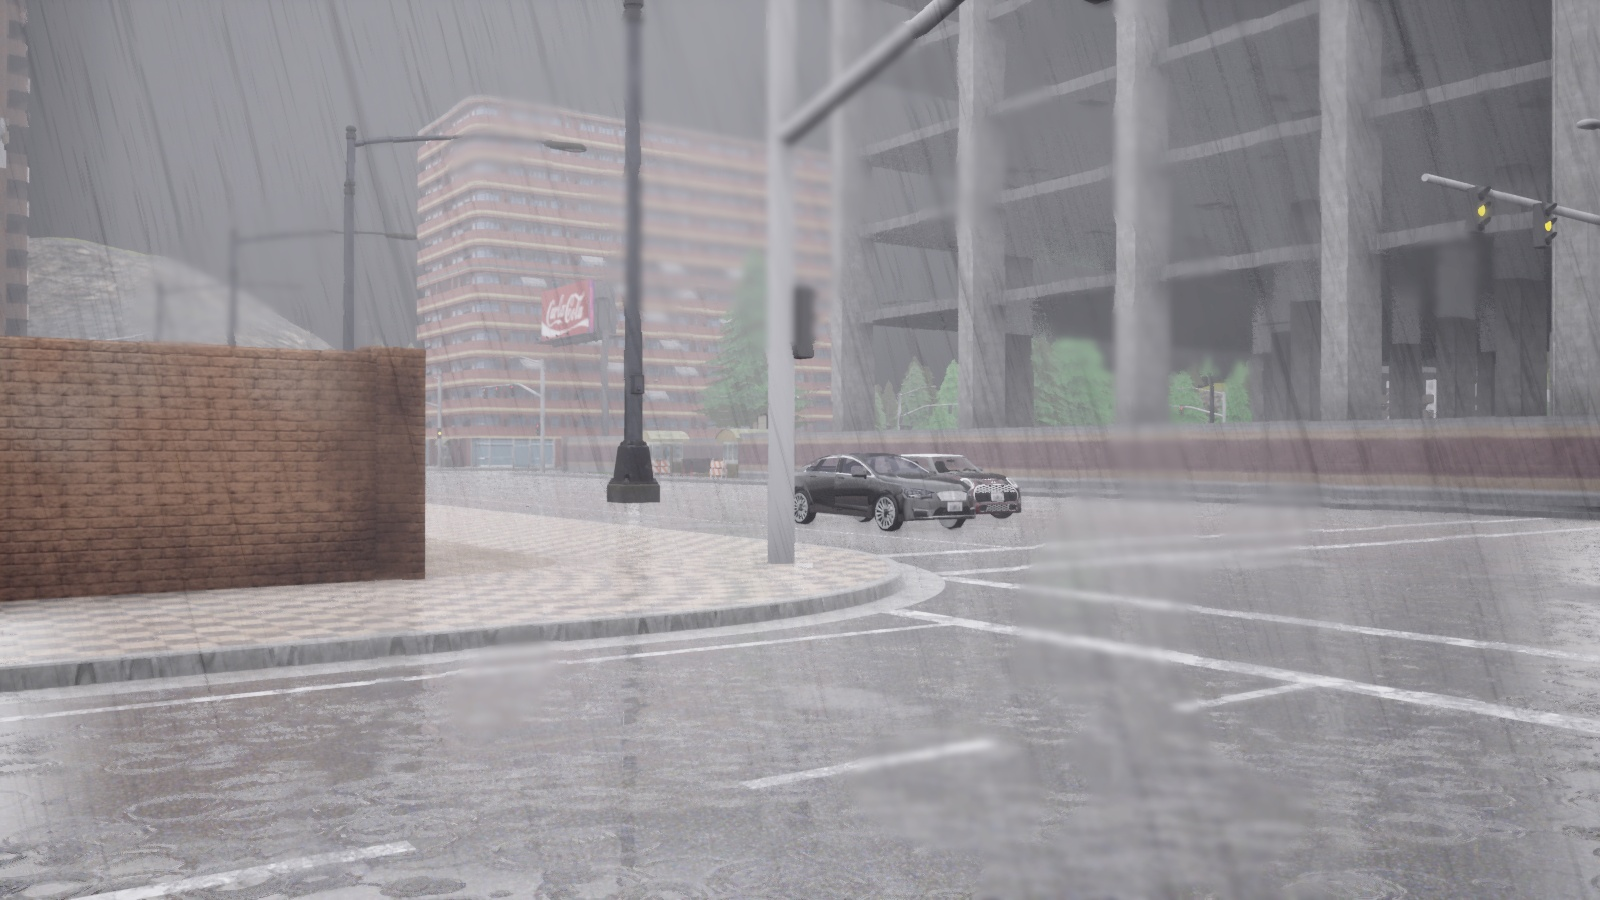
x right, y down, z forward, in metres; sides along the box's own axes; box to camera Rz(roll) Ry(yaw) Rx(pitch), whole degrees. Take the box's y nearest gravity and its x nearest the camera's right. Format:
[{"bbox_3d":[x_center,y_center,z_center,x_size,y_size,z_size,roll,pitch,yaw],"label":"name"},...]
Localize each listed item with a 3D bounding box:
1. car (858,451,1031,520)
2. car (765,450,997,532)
[{"bbox_3d":[3.293,0.775,29.197,1.970,1.475,3.806,0,0,-34],"label":"car"},{"bbox_3d":[1.523,0.760,25.587,2.128,1.511,4.902,0,0,-34],"label":"car"}]
